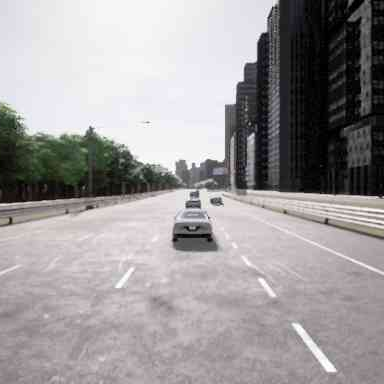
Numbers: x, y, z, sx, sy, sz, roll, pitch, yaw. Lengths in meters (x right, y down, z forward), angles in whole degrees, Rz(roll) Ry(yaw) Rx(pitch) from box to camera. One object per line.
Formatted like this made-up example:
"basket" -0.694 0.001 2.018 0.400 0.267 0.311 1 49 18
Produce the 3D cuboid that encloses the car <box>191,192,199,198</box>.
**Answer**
"car" 0.904 0.776 92.705 2.033 1.411 5.357 0 1 1

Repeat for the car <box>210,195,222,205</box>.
"car" 3.915 1.270 54.818 2.128 1.511 4.902 0 0 1

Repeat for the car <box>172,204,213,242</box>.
"car" 0.027 1.518 16.273 2.033 1.411 5.357 0 0 0

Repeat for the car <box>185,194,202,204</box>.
"car" 0.169 1.346 40.279 2.128 1.511 4.902 0 0 0

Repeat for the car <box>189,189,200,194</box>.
"car" 0.558 0.813 72.847 2.150 2.045 5.566 0 1 1
